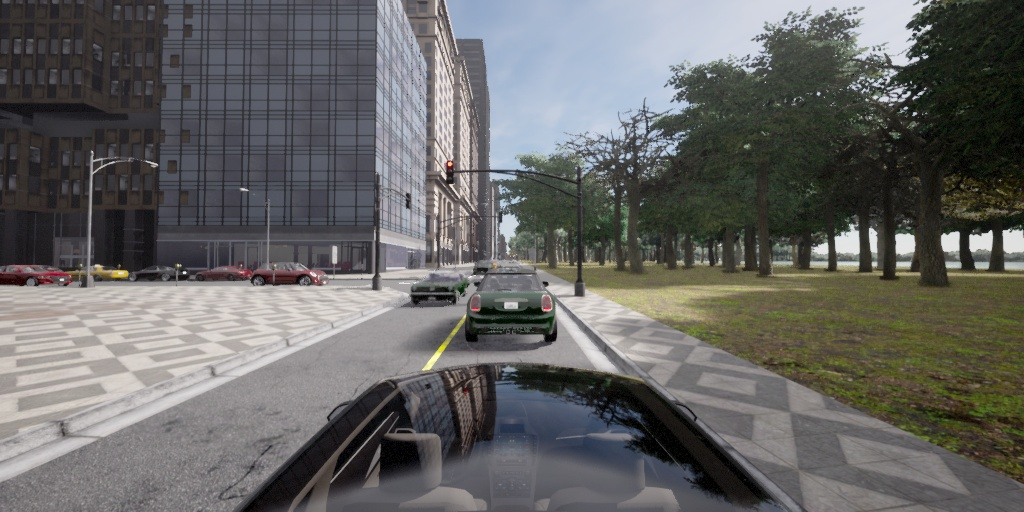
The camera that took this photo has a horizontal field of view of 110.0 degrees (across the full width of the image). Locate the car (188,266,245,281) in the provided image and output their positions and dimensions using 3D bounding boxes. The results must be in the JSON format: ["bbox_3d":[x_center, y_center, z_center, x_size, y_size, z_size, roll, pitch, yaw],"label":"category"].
[{"bbox_3d":[-24.575,1.491,30.649,4.207,1.307,1.802,0,0,0],"label":"car"}]

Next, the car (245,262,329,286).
[{"bbox_3d":[-13.599,1.118,22.174,4.097,1.591,1.967,0,0,-1],"label":"car"}]

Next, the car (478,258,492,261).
[{"bbox_3d":[-3.218,1.178,41.242,2.097,1.767,4.553,0,0,0],"label":"car"}]

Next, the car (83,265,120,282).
[{"bbox_3d":[-35.718,1.441,30.601,4.829,1.417,1.751,0,0,0],"label":"car"}]

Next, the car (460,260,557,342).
[{"bbox_3d":[-0.010,1.107,9.968,2.097,1.767,4.553,0,0,0],"label":"car"}]

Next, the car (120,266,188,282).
[{"bbox_3d":[-30.061,1.478,30.626,4.313,1.339,1.948,0,0,0],"label":"car"}]

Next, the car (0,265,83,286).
[{"bbox_3d":[-30.029,1.233,22.103,4.507,1.381,1.888,0,0,0],"label":"car"}]

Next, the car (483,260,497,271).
[{"bbox_3d":[-3.242,1.352,53.918,1.882,1.535,5.008,0,0,0],"label":"car"}]

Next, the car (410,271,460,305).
[{"bbox_3d":[-3.132,1.364,16.254,1.895,1.301,4.718,0,0,0],"label":"car"}]
